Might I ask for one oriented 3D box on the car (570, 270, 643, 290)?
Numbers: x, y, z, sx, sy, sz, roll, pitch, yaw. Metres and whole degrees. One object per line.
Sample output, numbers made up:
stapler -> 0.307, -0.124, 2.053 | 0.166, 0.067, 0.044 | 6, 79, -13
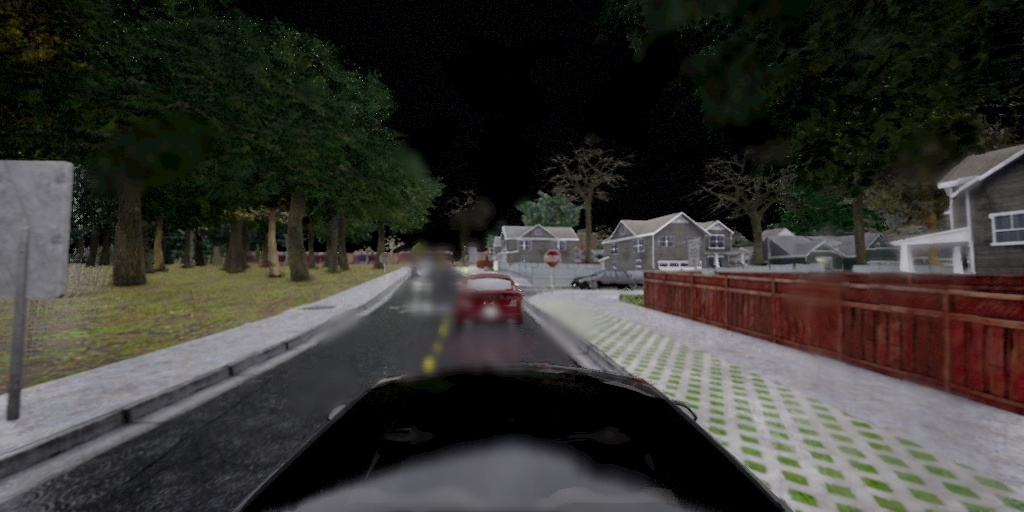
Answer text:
car -> 6.968, 1.697, 25.674 | 5.357, 1.411, 2.033 | 1, -3, -12

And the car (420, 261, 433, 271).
car -> -13.548, 1.542, 57.222 | 1.812, 1.442, 4.674 | 1, -1, -12

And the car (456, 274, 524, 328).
car -> -0.743, 1.312, 11.761 | 1.882, 1.535, 5.008 | 0, 0, -5

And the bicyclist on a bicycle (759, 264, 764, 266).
bicyclist on a bicycle -> 15.132, 1.283, 21.493 | 0.582, 1.620, 1.656 | 1, -3, -12

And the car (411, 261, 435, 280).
car -> -8.104, 1.387, 32.803 | 2.128, 1.511, 4.902 | 1, 0, -13
